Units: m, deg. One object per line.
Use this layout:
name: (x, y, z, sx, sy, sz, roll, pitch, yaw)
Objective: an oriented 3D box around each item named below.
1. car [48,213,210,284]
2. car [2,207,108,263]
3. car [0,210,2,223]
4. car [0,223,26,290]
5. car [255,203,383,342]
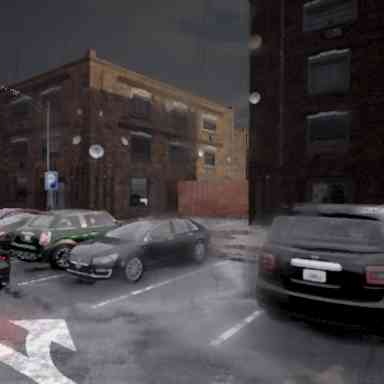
car: (-1.289, 1.487, 9.876, 2.231, 1.521, 4.892, 0, 0, 35)
car: (-3.560, 1.358, 11.448, 2.185, 1.767, 4.553, 0, 0, 35)
car: (-5.790, 1.520, 13.072, 2.002, 1.452, 4.674, 0, 0, 35)
car: (-6.084, 1.511, 7.711, 4.892, 1.490, 1.837, 1, 0, 36)
car: (3.215, 1.229, 6.695, 2.435, 2.045, 5.566, 0, 0, 35)
